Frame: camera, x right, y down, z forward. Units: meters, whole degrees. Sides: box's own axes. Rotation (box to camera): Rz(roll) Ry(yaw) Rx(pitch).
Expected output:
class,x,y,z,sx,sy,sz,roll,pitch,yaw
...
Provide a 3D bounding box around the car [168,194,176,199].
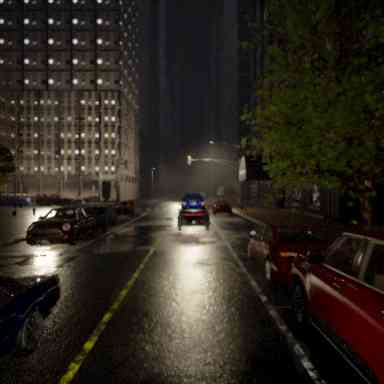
class,x,y,z,sx,sy,sz,roll,pitch,yaw
car,-5.712,1.229,92.156,1.887,1.381,4.507,0,0,0

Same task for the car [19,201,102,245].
class,x,y,z,sx,sy,sz,roll,pitch,yaw
car,-5.698,1.391,14.895,1.967,1.590,4.097,0,0,0

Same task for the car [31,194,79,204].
class,x,y,z,sx,sy,sz,roll,pitch,yaw
car,-18.617,1.163,45.432,5.009,1.841,2.192,0,0,1

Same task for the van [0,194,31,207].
class,x,y,z,sx,sy,sz,roll,pitch,yaw
van,-24.157,1.181,45.488,3.998,1.788,1.690,0,0,1

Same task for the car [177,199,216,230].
class,x,y,z,sx,sy,sz,roll,pitch,yaw
car,0.096,1.425,20.282,2.128,1.511,4.902,0,0,0

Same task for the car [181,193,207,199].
class,x,y,z,sx,sy,sz,roll,pitch,yaw
car,0.084,1.113,32.790,2.150,2.045,5.566,0,0,0

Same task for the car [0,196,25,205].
class,x,y,z,sx,sy,sz,roll,pitch,yaw
car,-29.613,1.342,53.927,4.206,1.307,1.802,0,0,1

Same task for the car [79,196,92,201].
class,x,y,z,sx,sy,sz,roll,pitch,yaw
car,-18.532,1.327,53.814,4.403,1.369,2.008,0,0,1

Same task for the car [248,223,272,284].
class,x,y,z,sx,sy,sz,roll,pitch,yaw
car,2.684,1.513,9.377,1.887,1.381,4.507,0,0,0

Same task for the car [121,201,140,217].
class,x,y,z,sx,sy,sz,roll,pitch,yaw
car,-5.830,1.445,30.096,1.887,1.381,4.507,0,0,0

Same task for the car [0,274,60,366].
class,x,y,z,sx,sy,sz,roll,pitch,yaw
car,-3.102,1.590,3.248,1.895,1.301,4.718,0,0,0

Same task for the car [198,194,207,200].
class,x,y,z,sx,sy,sz,roll,pitch,yaw
car,2.670,1.256,86.460,2.008,1.369,4.403,0,0,0

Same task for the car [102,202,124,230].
class,x,y,z,sx,sy,sz,roll,pitch,yaw
car,-5.757,1.499,20.418,1.947,1.339,4.313,0,0,0

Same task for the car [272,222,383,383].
class,x,y,z,sx,sy,sz,roll,pitch,yaw
car,2.683,1.302,3.852,2.192,1.841,5.009,0,0,0

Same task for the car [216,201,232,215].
class,x,y,z,sx,sy,sz,roll,pitch,yaw
car,2.809,1.478,31.474,1.802,1.307,4.206,0,0,0
